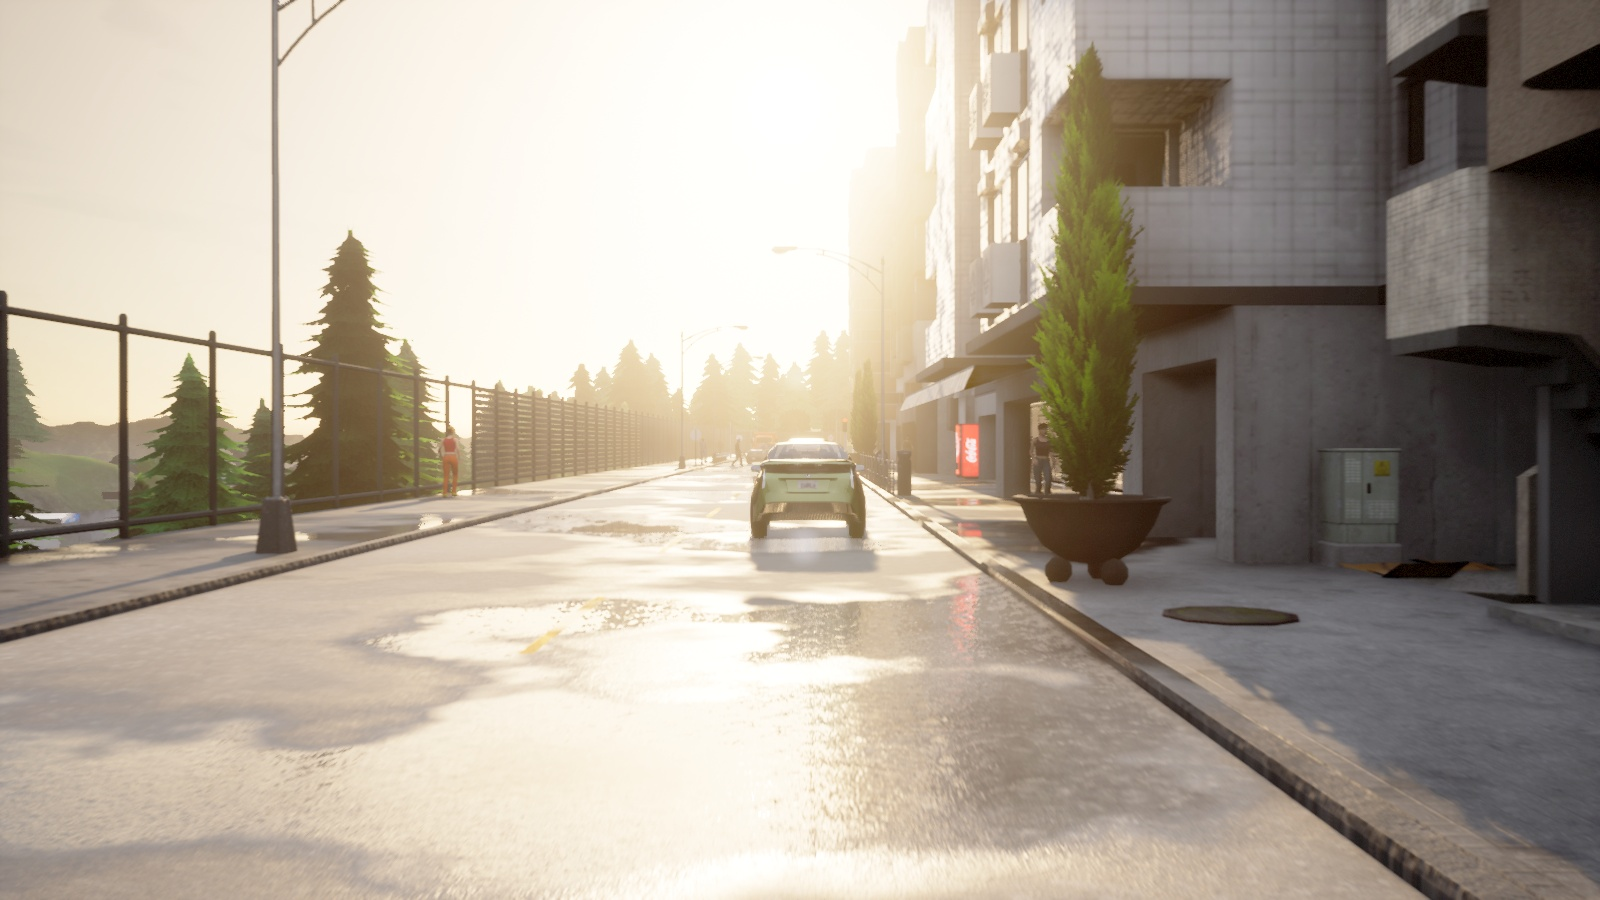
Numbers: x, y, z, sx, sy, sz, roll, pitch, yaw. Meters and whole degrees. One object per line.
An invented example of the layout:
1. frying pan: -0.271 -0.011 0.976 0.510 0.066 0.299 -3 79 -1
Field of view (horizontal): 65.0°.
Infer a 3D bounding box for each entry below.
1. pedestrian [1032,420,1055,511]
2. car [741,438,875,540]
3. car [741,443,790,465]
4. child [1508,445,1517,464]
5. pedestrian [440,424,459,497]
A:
1. pedestrian: 5.013 0.315 25.853 0.345 1.836 0.594 0 0 0
2. car: 0.133 0.574 21.179 2.007 1.525 4.514 0 0 0
3. car: -2.332 0.270 86.467 1.845 1.501 3.633 0 0 28
4. child: 48.176 0.296 84.946 0.437 1.263 0.270 0 0 -1
5. pedestrian: -8.948 0.268 32.064 0.345 1.836 0.594 0 0 0
